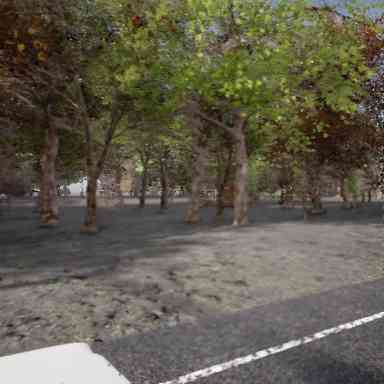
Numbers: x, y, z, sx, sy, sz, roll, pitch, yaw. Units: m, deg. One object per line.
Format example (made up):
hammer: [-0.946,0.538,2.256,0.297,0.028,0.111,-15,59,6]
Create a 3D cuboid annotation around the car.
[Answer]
car: [-2.335,1.598,1.268,4.718,1.301,1.895,0,0,-33]
